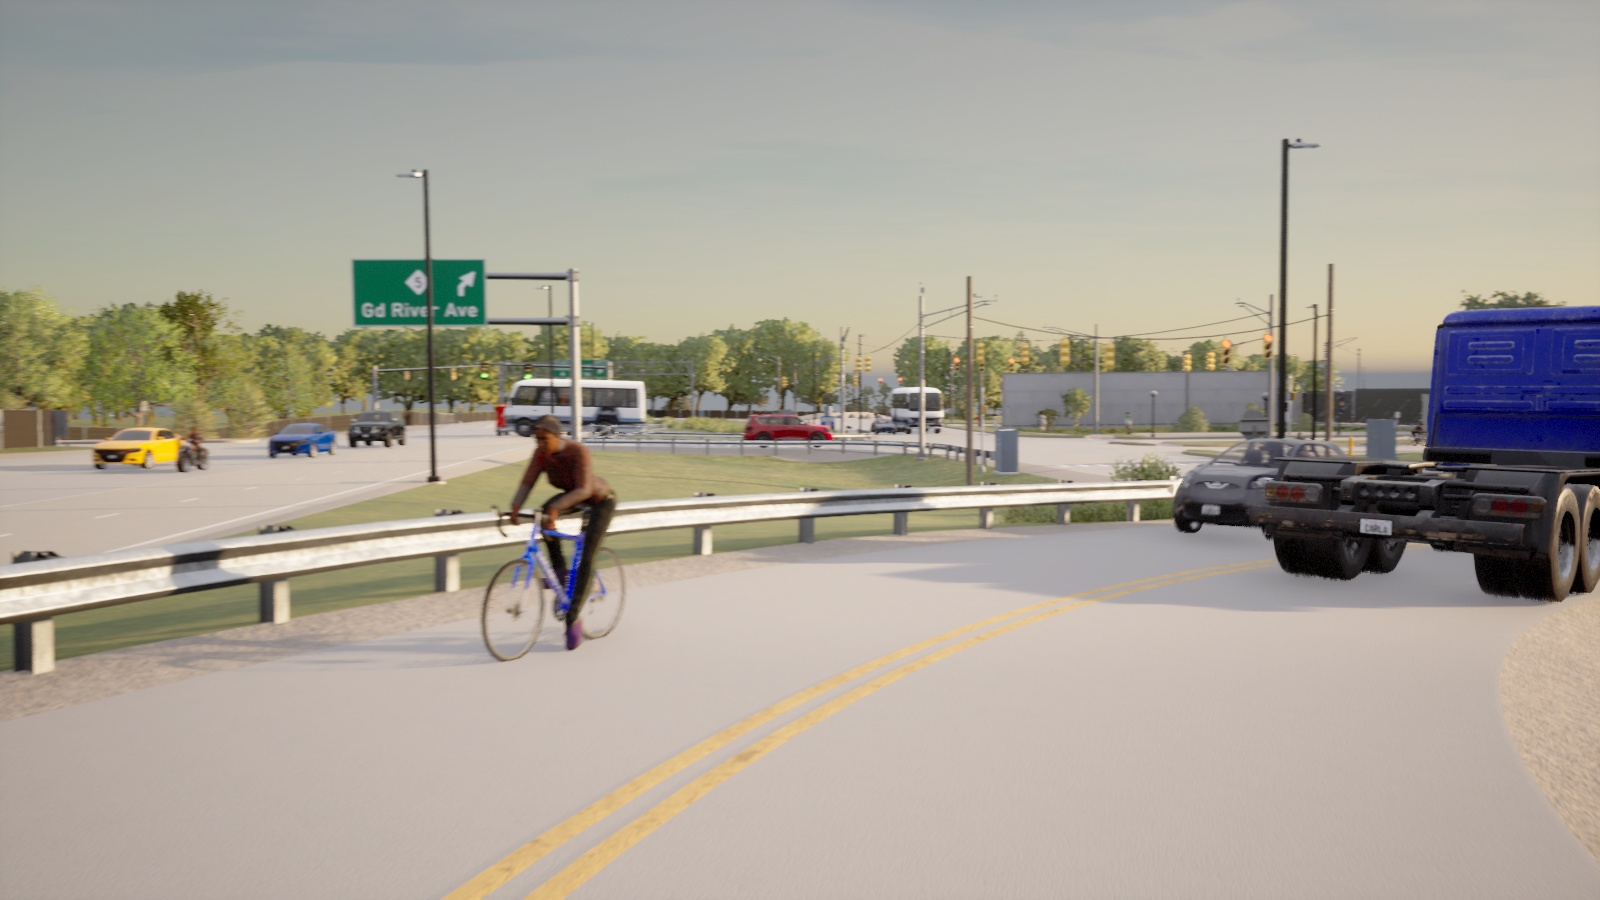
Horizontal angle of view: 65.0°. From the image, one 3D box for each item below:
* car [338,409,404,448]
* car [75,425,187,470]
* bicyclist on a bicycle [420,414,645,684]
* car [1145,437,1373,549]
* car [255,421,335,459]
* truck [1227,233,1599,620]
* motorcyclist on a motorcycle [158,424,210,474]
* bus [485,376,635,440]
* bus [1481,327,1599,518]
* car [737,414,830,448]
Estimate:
[{"bbox_3d":[-23.705,-1.230,69.620,2.150,2.045,5.566,-1,2,-5],"label":"car"},{"bbox_3d":[-25.221,-0.142,47.558,1.882,1.535,5.008,-1,2,-5],"label":"car"},{"bbox_3d":[-1.747,0.583,8.463,0.582,1.620,1.656,2,2,25],"label":"bicyclist on a bicycle"},{"bbox_3d":[7.179,0.604,19.486,3.633,1.501,1.845,0,2,-44],"label":"car"},{"bbox_3d":[-22.480,-0.484,56.103,1.882,1.535,5.008,-1,2,-5],"label":"car"},{"bbox_3d":[8.364,-0.242,15.098,2.891,3.462,7.936,3,2,44],"label":"truck"},{"bbox_3d":[-21.347,-0.056,43.574,0.766,1.649,2.350,-1,2,-5],"label":"motorcyclist on a motorcycle"},{"bbox_3d":[-17.194,-3.009,90.772,10.273,4.253,3.944,1,1,-7],"label":"bus"},{"bbox_3d":[20.907,-0.688,31.874,3.944,4.253,10.273,1,2,15],"label":"bus"},{"bbox_3d":[-1.053,-1.180,77.342,5.566,2.045,2.150,0,2,-4],"label":"car"}]
